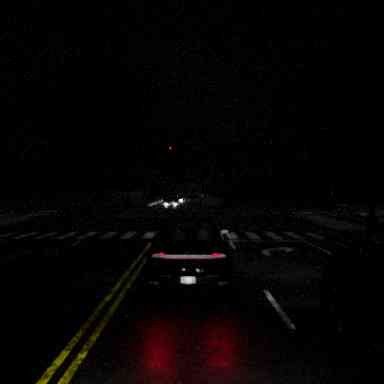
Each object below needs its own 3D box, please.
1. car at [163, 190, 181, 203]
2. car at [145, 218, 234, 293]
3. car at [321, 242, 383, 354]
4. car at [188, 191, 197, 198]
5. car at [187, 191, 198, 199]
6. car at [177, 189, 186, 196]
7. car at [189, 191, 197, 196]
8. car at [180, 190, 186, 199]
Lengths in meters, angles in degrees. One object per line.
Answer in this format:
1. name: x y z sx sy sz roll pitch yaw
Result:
1. car: -3.000 0.830 47.844 1.994 1.385 4.181 0 1 1
2. car: -0.024 1.433 8.697 2.128 1.511 4.902 0 0 1
3. car: 3.252 1.198 3.270 2.150 2.045 5.566 0 0 0
4. car: 0.187 0.572 74.647 1.994 1.385 4.181 0 0 1
5. car: 0.060 0.627 64.632 1.812 1.442 4.674 0 0 1
6. car: -2.514 0.178 78.474 1.882 1.535 5.008 0 0 1
7. car: 0.307 0.429 83.890 1.895 1.301 4.718 0 0 1
8. car: -2.745 0.714 63.131 1.895 1.301 4.718 0 1 1
